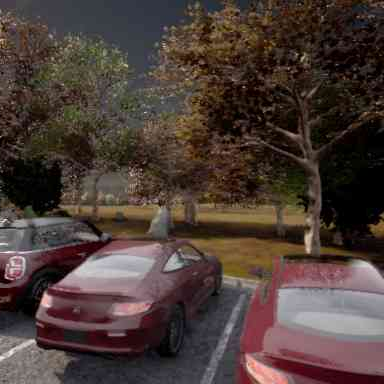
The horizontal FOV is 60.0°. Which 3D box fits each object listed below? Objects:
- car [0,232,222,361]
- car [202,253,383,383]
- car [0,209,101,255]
[{"bbox_3d":[-0.708,1.531,6.037,2.002,1.452,4.674,0,-1,16],"label":"car"},{"bbox_3d":[1.691,1.529,4.301,2.002,1.452,4.674,0,-1,16],"label":"car"},{"bbox_3d":[-3.103,1.368,7.765,2.185,1.767,4.553,0,-1,17],"label":"car"}]
